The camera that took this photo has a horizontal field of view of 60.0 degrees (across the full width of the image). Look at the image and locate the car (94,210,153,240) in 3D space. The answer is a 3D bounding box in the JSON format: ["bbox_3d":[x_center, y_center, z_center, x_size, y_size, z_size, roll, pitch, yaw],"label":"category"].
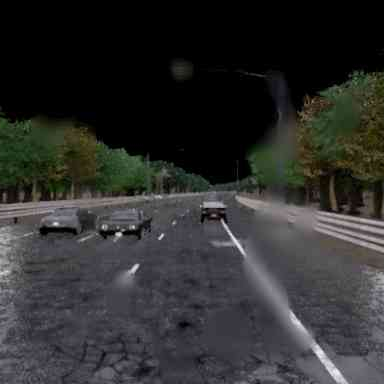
[{"bbox_3d":[-3.132,1.557,16.730,1.895,1.301,4.718,0,0,2],"label":"car"}]

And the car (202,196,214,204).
[{"bbox_3d":[2.895,1.403,59.615,1.812,1.442,4.674,0,0,6],"label":"car"}]

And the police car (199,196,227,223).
[{"bbox_3d":[1.601,1.368,25.202,1.930,1.638,5.238,0,0,2],"label":"police car"}]

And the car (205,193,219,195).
[{"bbox_3d":[2.458,1.135,40.852,2.150,2.045,5.566,0,0,4],"label":"car"}]

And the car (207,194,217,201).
[{"bbox_3d":[4.605,1.265,75.295,1.812,1.442,4.674,0,0,7],"label":"car"}]

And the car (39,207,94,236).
[{"bbox_3d":[-6.581,1.514,18.227,1.994,1.385,4.181,0,0,2],"label":"car"}]
